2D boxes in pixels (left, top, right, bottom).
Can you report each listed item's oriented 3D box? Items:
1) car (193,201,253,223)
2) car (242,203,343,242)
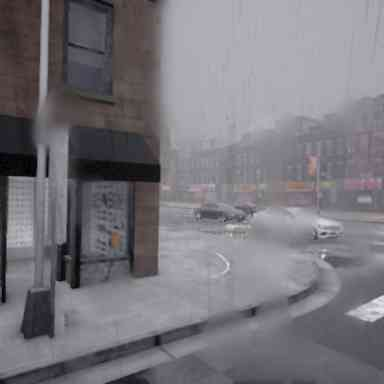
[{"bbox_3d":[2.045,1.525,25.627,1.837,1.490,4.892,2,-1,-36],"label":"car"},{"bbox_3d":[4.901,1.464,16.181,1.812,1.442,4.674,2,-1,-36],"label":"car"}]
